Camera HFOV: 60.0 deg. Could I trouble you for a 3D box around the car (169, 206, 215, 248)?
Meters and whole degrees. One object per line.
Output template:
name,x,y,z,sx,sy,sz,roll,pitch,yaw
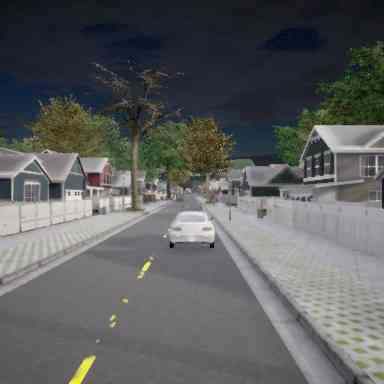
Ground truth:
car,0.000,1.540,14.651,1.812,1.442,4.674,0,0,0

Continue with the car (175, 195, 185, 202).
car,-2.750,1.404,76.777,2.097,1.767,4.553,0,0,0

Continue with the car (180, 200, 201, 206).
car,0.000,1.635,29.681,1.895,1.301,4.718,0,0,0
